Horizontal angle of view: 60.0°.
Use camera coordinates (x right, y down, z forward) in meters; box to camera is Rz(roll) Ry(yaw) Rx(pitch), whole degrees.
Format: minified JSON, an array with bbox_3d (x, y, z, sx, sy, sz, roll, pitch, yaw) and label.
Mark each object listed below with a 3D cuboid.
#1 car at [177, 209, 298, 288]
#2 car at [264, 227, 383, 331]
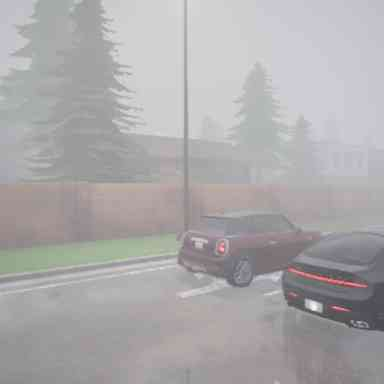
[{"bbox_3d":[1.899,1.309,9.399,4.553,1.767,2.097,-1,0,-35],"label":"car"},{"bbox_3d":[3.826,1.463,6.475,4.892,1.490,1.837,-1,0,-35],"label":"car"}]
